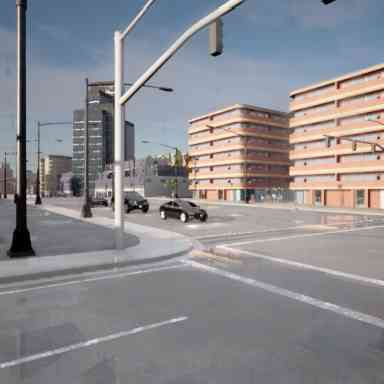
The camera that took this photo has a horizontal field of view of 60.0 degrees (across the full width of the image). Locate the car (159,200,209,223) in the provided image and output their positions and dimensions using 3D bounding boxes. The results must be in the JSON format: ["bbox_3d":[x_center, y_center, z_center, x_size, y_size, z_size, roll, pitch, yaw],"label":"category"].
[{"bbox_3d":[-0.706,1.373,24.843,1.837,1.490,4.892,0,1,-34],"label":"car"}]

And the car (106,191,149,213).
[{"bbox_3d":[-6.270,0.945,32.996,2.150,2.045,5.566,0,1,-34],"label":"car"}]

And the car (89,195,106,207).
[{"bbox_3d":[-11.936,1.111,41.298,1.994,1.385,4.181,0,1,-34],"label":"car"}]
